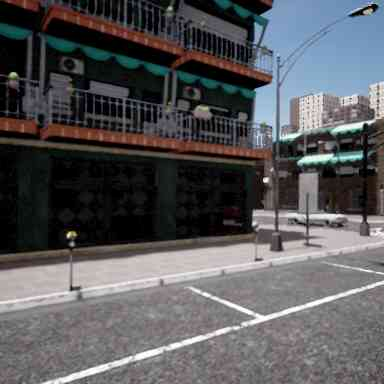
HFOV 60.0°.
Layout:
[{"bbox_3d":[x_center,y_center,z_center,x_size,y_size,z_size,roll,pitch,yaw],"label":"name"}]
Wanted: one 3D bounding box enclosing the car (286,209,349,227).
[{"bbox_3d":[10.184,2.066,27.202,1.895,1.301,4.718,1,-1,-36],"label":"car"}]
